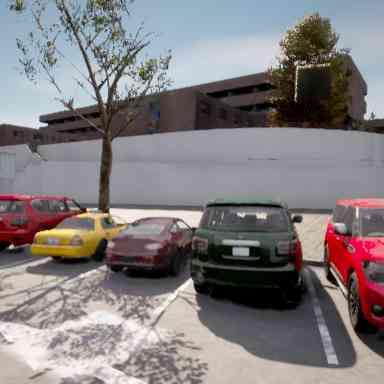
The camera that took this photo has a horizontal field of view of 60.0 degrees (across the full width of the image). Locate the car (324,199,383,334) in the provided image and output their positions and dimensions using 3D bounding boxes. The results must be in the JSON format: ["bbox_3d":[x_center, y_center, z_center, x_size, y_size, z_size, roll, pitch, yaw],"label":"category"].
[{"bbox_3d":[4.004,1.183,6.601,2.435,2.045,5.566,1,-1,15],"label":"car"}]

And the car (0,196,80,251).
[{"bbox_3d":[-5.821,1.189,13.579,2.435,2.045,5.566,0,-1,15],"label":"car"}]

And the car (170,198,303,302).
[{"bbox_3d":[1.555,1.185,8.398,2.435,2.045,5.566,0,-1,15],"label":"car"}]

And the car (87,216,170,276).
[{"bbox_3d":[-0.914,1.477,10.095,2.002,1.452,4.674,0,-1,15],"label":"car"}]

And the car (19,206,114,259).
[{"bbox_3d":[-3.322,1.438,12.005,1.946,1.575,5.366,0,-1,15],"label":"car"}]
